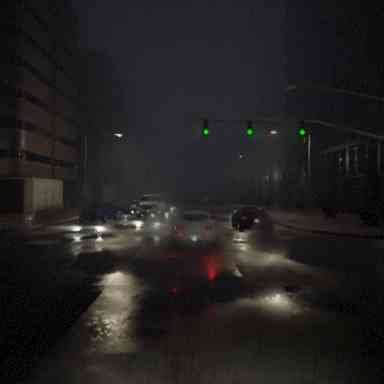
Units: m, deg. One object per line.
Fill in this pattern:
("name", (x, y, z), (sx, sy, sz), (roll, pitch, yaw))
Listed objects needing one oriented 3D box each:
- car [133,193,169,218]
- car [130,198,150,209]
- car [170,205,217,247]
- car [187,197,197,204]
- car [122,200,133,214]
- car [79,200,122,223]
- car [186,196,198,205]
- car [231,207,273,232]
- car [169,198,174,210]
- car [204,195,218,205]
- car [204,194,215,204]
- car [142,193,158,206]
("car", (-3.600, 1.230, 30.234), (2.150, 2.045, 5.566), (0, 0, 0))
("car", (-7.056, 1.556, 45.467), (1.994, 1.385, 4.181), (0, 0, 1))
("car", (0.094, 1.504, 14.805), (1.812, 1.442, 4.674), (0, 0, 0))
("car", (-0.034, 1.610, 67.505), (1.895, 1.301, 4.718), (0, 0, 0))
("car", (-7.103, 1.542, 35.512), (2.033, 1.411, 5.357), (0, 0, 0))
("car", (-7.133, 1.475, 25.747), (1.882, 1.535, 5.008), (0, 0, 1))
("car", (0.073, 1.491, 58.166), (1.882, 1.535, 5.008), (0, 0, 0))
("car", (3.591, 1.593, 20.393), (1.994, 1.385, 4.181), (0, 0, 0))
("car", (-3.589, 1.483, 40.237), (1.882, 1.535, 5.008), (0, 0, 0))
("car", (3.471, 1.589, 58.090), (1.994, 1.385, 4.181), (0, 0, 0))
("car", (3.468, 1.374, 66.615), (2.097, 1.767, 4.553), (0, 0, 0))
("car", (-7.026, 1.211, 56.158), (2.150, 2.045, 5.566), (0, 0, 0))
